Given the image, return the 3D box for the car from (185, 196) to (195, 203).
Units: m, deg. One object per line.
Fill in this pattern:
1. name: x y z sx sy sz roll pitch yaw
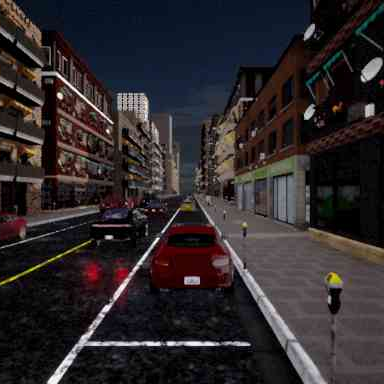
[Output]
1. car: -0.453 1.545 70.970 2.008 1.369 4.403 0 0 0

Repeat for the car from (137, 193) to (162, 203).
1. car: -6.147 1.204 48.430 2.150 2.045 5.566 0 0 0

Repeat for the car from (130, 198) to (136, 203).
1. car: -8.834 1.439 42.793 1.967 1.590 4.097 0 0 0

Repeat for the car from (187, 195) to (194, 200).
1. car: -0.452 1.513 93.685 1.752 1.417 4.829 0 0 0

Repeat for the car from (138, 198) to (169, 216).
1. car: -3.144 1.547 29.734 2.033 1.411 5.357 0 0 0

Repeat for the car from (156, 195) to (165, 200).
1. car: -8.834 1.539 93.519 2.008 1.369 4.403 0 0 0

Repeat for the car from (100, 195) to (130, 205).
1. car: -8.833 1.314 37.157 2.192 1.841 5.009 0 0 0

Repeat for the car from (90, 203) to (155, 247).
1. car: -3.142 1.493 15.035 2.128 1.511 4.902 0 0 0

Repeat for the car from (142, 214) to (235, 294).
1. car: 0.004 1.526 8.649 1.812 1.442 4.674 0 0 0

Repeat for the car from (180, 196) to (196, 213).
1. car: -0.454 1.524 37.323 1.752 1.417 4.829 0 0 0

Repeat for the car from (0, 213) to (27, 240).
1. car: -8.835 1.583 14.612 1.802 1.307 4.206 0 0 0

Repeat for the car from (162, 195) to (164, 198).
1. car: -8.834 1.540 87.882 2.008 1.369 4.403 0 0 0
